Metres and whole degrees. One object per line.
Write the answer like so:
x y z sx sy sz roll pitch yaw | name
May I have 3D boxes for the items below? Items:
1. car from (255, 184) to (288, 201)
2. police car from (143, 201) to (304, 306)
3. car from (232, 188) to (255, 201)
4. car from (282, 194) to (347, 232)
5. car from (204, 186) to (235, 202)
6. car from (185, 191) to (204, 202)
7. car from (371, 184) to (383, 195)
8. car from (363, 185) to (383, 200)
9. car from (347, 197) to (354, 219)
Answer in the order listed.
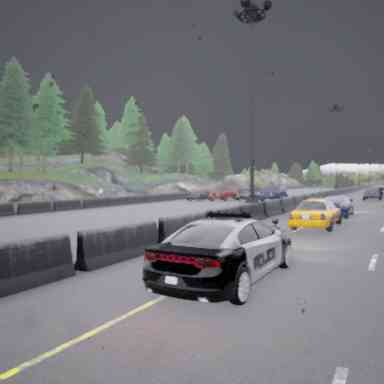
10.188 0.104 41.186 2.150 2.045 5.566 -1 2 32 | car
0.988 1.265 8.018 1.930 1.638 5.238 -1 1 32 | police car
7.311 0.478 43.169 1.994 1.385 4.181 -1 2 32 | car
6.274 0.990 16.608 1.801 1.575 5.366 -1 1 32 | car
4.230 0.179 44.857 2.150 2.045 5.566 -1 2 32 | car
1.114 0.552 46.457 2.033 1.411 5.357 -1 2 32 | car
29.136 -0.378 51.755 1.882 1.535 5.008 -1 2 32 | car
20.995 0.205 38.499 2.033 1.411 5.357 -1 2 32 | car
9.323 0.872 21.561 1.812 1.442 4.674 -1 2 32 | car
